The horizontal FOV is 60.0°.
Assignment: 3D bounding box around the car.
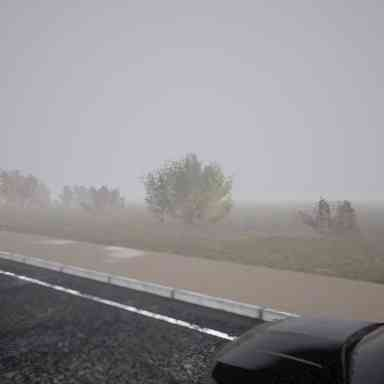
[{"bbox_3d":[2.304,1.504,1.919,4.892,1.490,1.837,0,0,35],"label":"car"}]
